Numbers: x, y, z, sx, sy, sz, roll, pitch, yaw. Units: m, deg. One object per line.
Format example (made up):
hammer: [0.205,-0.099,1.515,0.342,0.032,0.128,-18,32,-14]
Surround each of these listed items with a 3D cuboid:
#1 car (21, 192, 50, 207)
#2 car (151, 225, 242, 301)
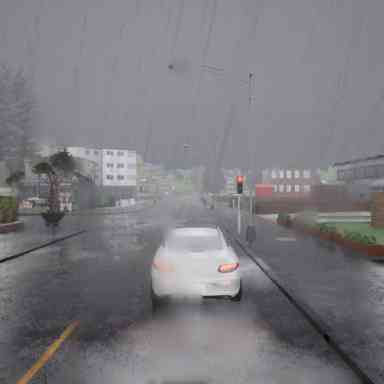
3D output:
car: [-19.838,0.986,42.815,1.905,1.878,3.866,0,0,35]
car: [0.082,1.526,8.170,1.812,1.442,4.674,0,0,0]
